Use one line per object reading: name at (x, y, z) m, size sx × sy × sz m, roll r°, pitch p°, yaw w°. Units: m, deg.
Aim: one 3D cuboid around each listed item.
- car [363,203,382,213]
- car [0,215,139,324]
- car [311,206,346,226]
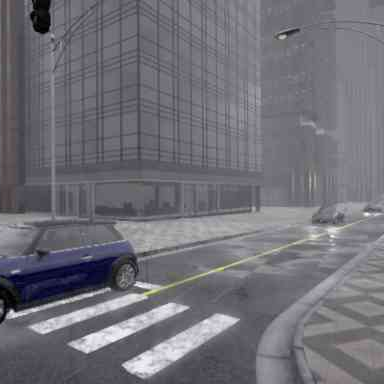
car at (25.901, 2.268, 47.639) m, size 1.994 × 1.385 × 4.181 m, roll -1°, pitch -1°, yaw 36°
car at (-3.320, 1.435, 7.117) m, size 2.097 × 1.767 × 4.553 m, roll -1°, pitch -2°, yaw 36°
car at (11.266, 1.957, 27.340) m, size 1.837 × 1.490 × 4.892 m, roll -1°, pitch -1°, yaw 36°
